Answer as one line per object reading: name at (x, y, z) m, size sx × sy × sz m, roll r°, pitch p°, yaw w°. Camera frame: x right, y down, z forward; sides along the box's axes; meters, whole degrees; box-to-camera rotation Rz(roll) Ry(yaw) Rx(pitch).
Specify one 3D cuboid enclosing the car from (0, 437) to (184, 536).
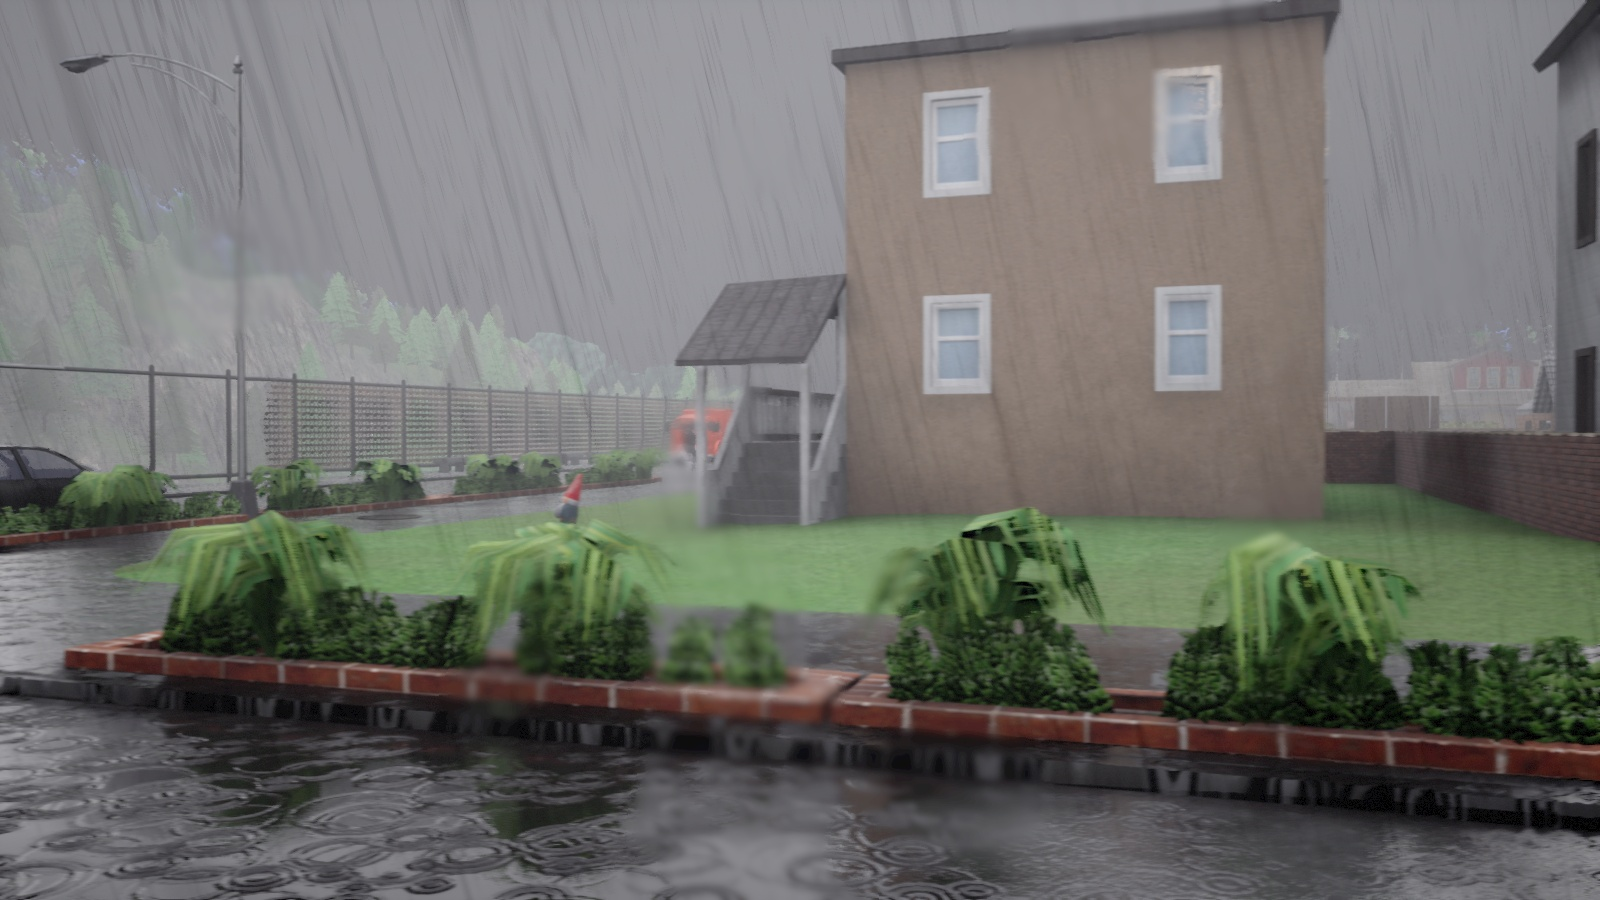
car at (-12.343, 0.519, 19.252) m, size 2.033 × 1.411 × 5.357 m, roll 1°, pitch 1°, yaw 18°

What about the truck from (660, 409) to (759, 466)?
truck at (-3.977, -0.580, 56.471) m, size 2.627 × 2.467 × 5.204 m, roll 1°, pitch 1°, yaw 19°

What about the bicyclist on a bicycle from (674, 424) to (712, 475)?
bicyclist on a bicycle at (-3.778, -0.030, 44.514) m, size 0.659 × 1.776 × 1.843 m, roll 1°, pitch 1°, yaw 19°
